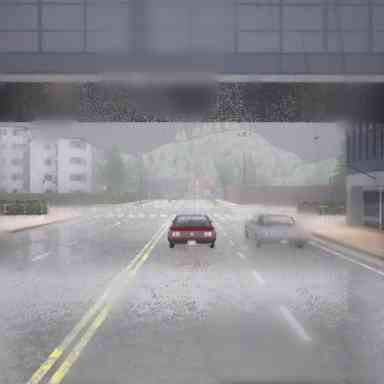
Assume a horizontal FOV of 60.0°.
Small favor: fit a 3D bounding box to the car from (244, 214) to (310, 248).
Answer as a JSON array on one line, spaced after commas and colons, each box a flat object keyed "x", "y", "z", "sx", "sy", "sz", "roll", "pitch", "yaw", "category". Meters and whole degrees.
[{"x": 3.500, "y": 1.613, "z": 14.680, "sx": 1.895, "sy": 1.301, "sz": 4.718, "roll": 0, "pitch": 0, "yaw": 0, "category": "car"}]

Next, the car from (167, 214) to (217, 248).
[{"x": 0.000, "y": 1.613, "z": 14.680, "sx": 1.895, "sy": 1.301, "sz": 4.718, "roll": 0, "pitch": 0, "yaw": 0, "category": "car"}]

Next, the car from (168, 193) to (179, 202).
[{"x": -4.155, "y": 1.180, "z": 76.529, "sx": 2.150, "sy": 2.045, "sz": 5.566, "roll": 0, "pitch": 0, "yaw": 0, "category": "car"}]

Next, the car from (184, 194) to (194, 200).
[{"x": -0.774, "y": 1.369, "z": 85.753, "sx": 1.882, "sy": 1.535, "sz": 5.008, "roll": 0, "pitch": 0, "yaw": -14, "category": "car"}]
